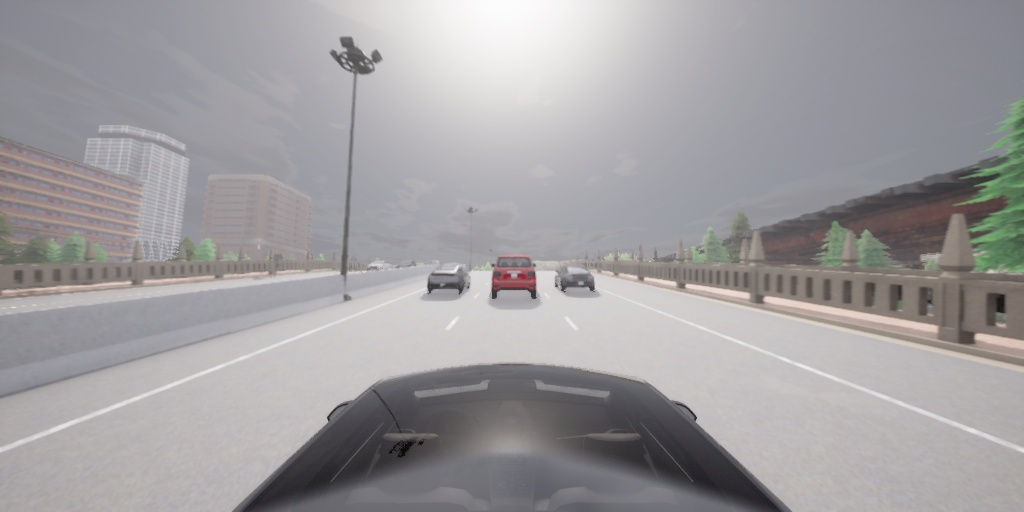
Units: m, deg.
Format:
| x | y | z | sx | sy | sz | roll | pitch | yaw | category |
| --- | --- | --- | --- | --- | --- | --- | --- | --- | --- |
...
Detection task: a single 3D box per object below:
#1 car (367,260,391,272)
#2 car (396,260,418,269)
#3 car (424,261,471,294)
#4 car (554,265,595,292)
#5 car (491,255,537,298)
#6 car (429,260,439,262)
| x | y | z | sx | sy | sz | roll | pitch | yaw | category |
| --- | --- | --- | --- | --- | --- | --- | --- | --- | --- |
| -17.564 | 1.312 | 47.587 | 1.812 | 1.442 | 4.674 | 0 | -1 | 0 | car |
| -14.063 | 1.309 | 48.301 | 1.837 | 1.490 | 4.892 | 0 | -1 | 0 | car |
| -3.406 | 1.220 | 19.968 | 2.128 | 1.511 | 4.902 | 0 | 0 | 0 | car |
| 3.595 | 1.253 | 21.013 | 1.812 | 1.442 | 4.674 | 0 | 0 | 0 | car |
| 0.096 | 0.952 | 18.539 | 2.150 | 2.045 | 5.566 | 0 | 0 | 0 | car |
| -10.563 | 1.301 | 48.419 | 2.128 | 1.511 | 4.902 | 0 | -2 | 0 | car |
